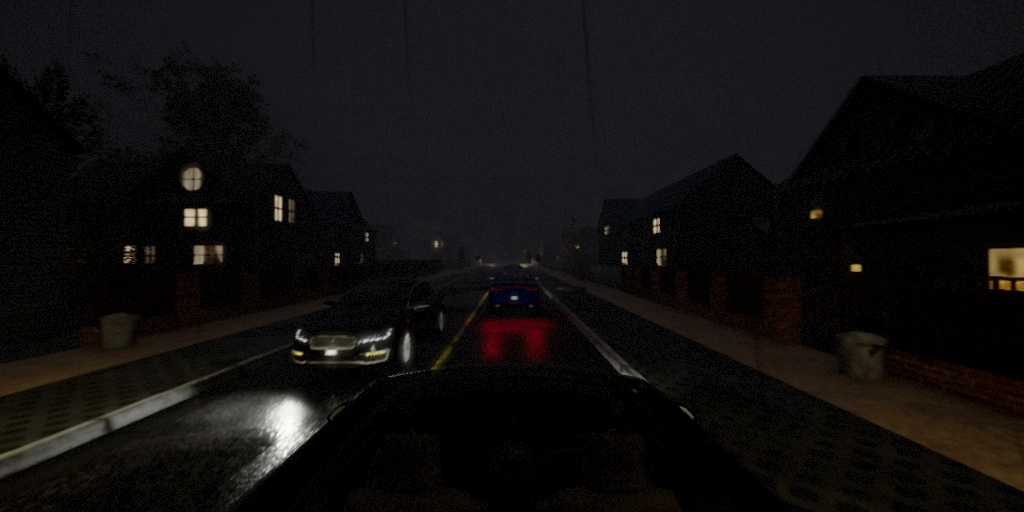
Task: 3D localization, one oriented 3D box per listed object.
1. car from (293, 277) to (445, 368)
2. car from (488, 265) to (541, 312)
[{"bbox_3d":[-2.787,1.283,8.087,1.837,1.490,4.892,0,0,2],"label":"car"},{"bbox_3d":[0.097,1.284,14.646,1.882,1.535,5.008,0,0,0],"label":"car"}]
